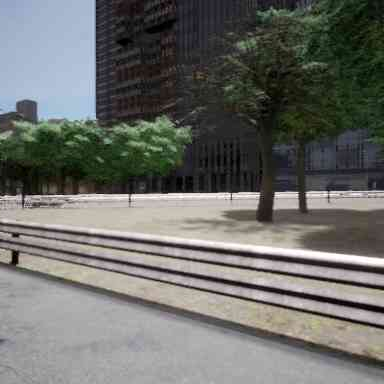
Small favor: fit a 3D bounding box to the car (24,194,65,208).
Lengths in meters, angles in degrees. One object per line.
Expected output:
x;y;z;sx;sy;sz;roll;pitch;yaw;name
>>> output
-16.733;1.012;37.734;4.674;1.442;1.812;-1;0;1;car
